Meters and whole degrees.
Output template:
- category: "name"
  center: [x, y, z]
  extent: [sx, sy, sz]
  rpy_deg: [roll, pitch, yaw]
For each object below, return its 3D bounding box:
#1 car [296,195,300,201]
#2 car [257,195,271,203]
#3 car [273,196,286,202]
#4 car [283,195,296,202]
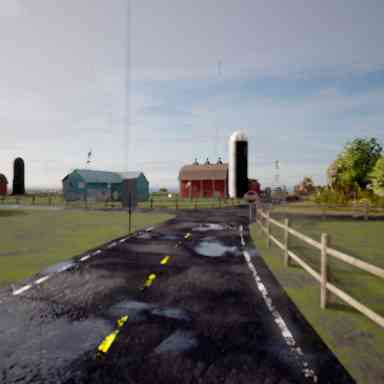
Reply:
- category: "car"
  center: [27.478, 1.524, 88.623]
  extent: [1.837, 1.490, 4.892]
  rpy_deg: [0, 0, 26]
- category: "car"
  center: [15.117, 1.444, 69.576]
  extent: [2.097, 1.767, 4.553]
  rpy_deg: [0, 0, 26]
- category: "car"
  center: [21.997, 1.656, 83.667]
  extent: [2.033, 1.411, 5.357]
  rpy_deg: [0, 0, 26]
- category: "car"
  center: [23.086, 1.653, 79.632]
  extent: [1.812, 1.442, 4.674]
  rpy_deg: [0, 0, 26]
